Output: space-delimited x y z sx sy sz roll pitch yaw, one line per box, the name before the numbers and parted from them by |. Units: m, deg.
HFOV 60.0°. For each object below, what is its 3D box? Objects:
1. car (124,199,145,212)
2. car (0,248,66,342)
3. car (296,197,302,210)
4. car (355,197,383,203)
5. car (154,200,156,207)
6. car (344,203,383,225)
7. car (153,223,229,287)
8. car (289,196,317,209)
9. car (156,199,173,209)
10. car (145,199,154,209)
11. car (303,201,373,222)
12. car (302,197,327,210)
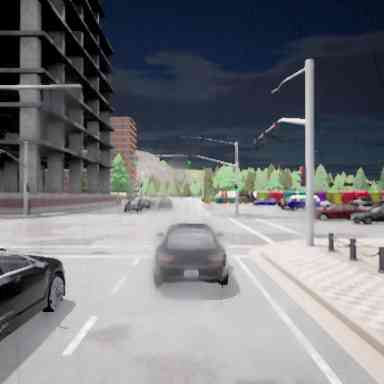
car | -7.877 1.952 44.764 1.812 1.442 4.674 0 -1 0
car | -3.492 1.541 4.922 2.128 1.511 4.902 0 0 0
car | 20.882 1.971 58.267 3.905 1.438 1.784 0 -1 0
car | 35.862 1.838 66.557 4.605 1.855 1.932 0 -1 0
car | -8.038 2.219 64.944 1.895 1.301 4.718 0 -1 0
car | 15.028 1.831 26.378 4.674 1.442 1.812 0 -1 0
car | -0.048 1.617 9.523 1.812 1.442 4.674 0 0 -1
car | 20.821 1.786 60.952 4.605 1.855 1.932 0 -1 0
car | -4.296 1.873 54.800 2.097 1.767 4.553 0 -1 -1
car | -7.978 1.874 54.844 2.097 1.767 4.553 0 -1 0
car | 13.043 1.816 29.884 5.008 1.535 1.882 0 -1 0
car | 20.891 1.975 55.372 3.806 1.475 1.970 0 -1 0
